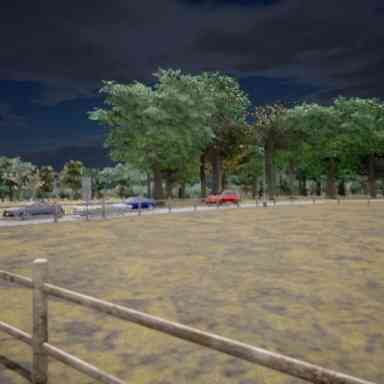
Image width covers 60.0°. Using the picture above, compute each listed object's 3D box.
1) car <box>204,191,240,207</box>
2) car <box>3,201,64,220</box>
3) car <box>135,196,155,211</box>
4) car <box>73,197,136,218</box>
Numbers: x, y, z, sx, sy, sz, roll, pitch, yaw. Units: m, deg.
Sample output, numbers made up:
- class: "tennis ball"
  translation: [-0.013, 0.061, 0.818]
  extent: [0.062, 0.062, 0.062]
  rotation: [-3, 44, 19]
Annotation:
- class: "car"
  translation: [4.122, 0.868, 44.494]
  extent: [5.566, 2.045, 2.150]
  rotation: [0, -1, -43]
- class: "car"
  translation: [-11.930, 1.354, 25.302]
  extent: [1.994, 1.385, 4.181]
  rotation: [-1, 0, 36]
- class: "car"
  translation: [-5.868, 1.217, 33.442]
  extent: [1.882, 1.535, 5.008]
  rotation: [-1, 0, 39]
- class: "car"
  translation: [-7.145, 1.321, 27.128]
  extent: [1.895, 1.301, 4.718]
  rotation: [-1, 0, 37]
